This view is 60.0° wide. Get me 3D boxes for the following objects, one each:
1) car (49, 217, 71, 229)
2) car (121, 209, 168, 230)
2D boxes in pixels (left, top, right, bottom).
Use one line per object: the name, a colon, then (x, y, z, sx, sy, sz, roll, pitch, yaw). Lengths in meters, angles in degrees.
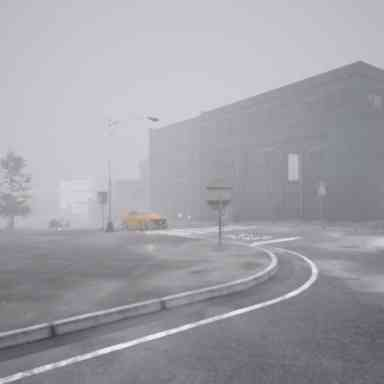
car: (-17.731, 4.125, 44.490, 2.128, 1.511, 4.902, 0, -5, -36)
car: (-3.704, 2.055, 25.514, 1.882, 1.535, 5.008, 0, -4, -37)
